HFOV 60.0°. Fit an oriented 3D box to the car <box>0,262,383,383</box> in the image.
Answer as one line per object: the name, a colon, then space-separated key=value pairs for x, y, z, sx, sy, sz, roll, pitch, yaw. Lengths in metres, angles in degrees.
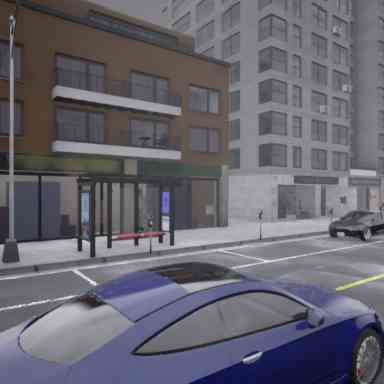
car: x=0.211 y=1.525 z=3.585 sx=4.674 sy=1.442 sz=1.812 roll=0 pitch=0 yaw=-36

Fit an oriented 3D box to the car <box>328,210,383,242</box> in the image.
car: x=8.602 y=1.566 z=16.530 sx=4.313 sy=1.339 sz=1.947 roll=0 pitch=0 yaw=-36
